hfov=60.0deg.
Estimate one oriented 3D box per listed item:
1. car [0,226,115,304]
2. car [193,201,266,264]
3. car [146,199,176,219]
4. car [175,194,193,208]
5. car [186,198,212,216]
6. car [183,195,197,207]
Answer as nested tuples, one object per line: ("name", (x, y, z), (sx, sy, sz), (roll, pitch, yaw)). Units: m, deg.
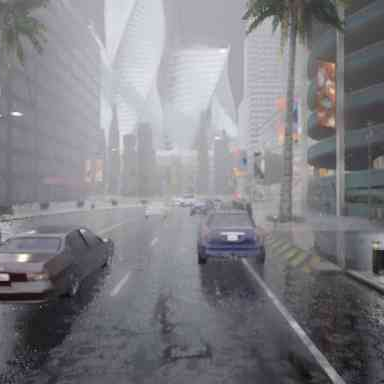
("car", (-3.404, 1.577, 8.433), (2.033, 1.411, 5.357), (0, 0, 0))
("car", (1.219, 1.394, 12.115), (2.097, 1.767, 4.553), (0, 0, 0))
("car", (-2.910, 1.629, 29.970), (1.812, 1.442, 4.674), (0, 0, 6))
("car", (-1.239, 1.404, 52.548), (2.150, 2.045, 5.566), (0, -1, 37))
("car", (1.159, 1.642, 33.627), (1.812, 1.442, 4.674), (0, 0, 15))
("car", (1.314, 1.676, 50.074), (1.837, 1.490, 4.892), (-1, 0, 37))
